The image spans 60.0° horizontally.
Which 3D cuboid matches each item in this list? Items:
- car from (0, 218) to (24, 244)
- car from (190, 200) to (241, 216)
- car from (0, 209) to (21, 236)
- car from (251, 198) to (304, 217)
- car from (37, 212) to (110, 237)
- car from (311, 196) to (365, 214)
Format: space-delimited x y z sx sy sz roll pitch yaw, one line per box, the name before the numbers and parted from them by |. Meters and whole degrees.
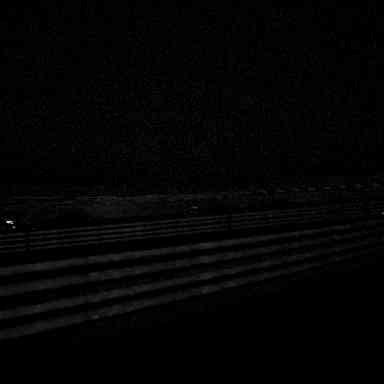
car | -12.118 2.488 18.501 4.902 1.511 2.128 -3 2 -21
car | 2.244 1.481 31.358 4.902 1.511 2.128 -3 2 -21
car | -15.467 2.337 24.720 4.553 1.767 2.097 -3 2 -21
car | 7.683 1.251 29.659 5.008 1.535 1.882 -3 2 -21
car | -8.303 2.173 23.668 4.892 1.490 1.837 -3 2 -21
car | 12.277 1.084 27.642 5.008 1.535 1.882 -3 2 -21
